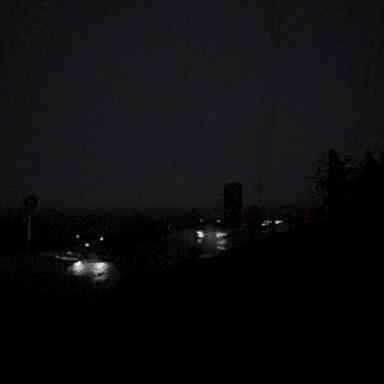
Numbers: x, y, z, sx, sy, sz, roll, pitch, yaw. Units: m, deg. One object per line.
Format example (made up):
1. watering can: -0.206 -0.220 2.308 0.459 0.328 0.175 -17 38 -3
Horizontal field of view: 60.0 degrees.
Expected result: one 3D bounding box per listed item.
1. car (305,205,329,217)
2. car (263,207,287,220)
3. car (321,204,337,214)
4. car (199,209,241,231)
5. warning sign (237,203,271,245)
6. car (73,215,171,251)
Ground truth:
1. car: 16.124 2.482 43.522 2.128 1.511 4.902 0 -1 30
2. car: 9.424 2.371 37.765 1.994 1.385 4.181 0 -1 30
3. car: 22.579 2.779 54.729 1.812 1.442 4.674 0 -1 30
4. car: 2.254 2.044 25.379 1.812 1.442 4.674 0 -1 30
5. warning sign: 3.005 1.501 16.031 1.300 1.860 1.060 1 -1 30
6. car: -3.064 1.850 16.074 2.033 1.411 5.357 0 -1 29
